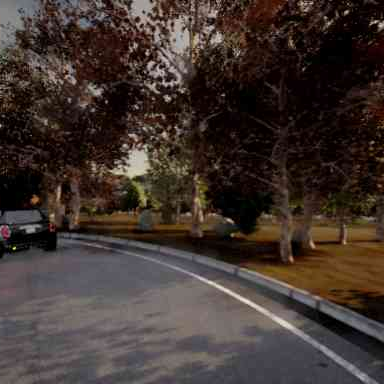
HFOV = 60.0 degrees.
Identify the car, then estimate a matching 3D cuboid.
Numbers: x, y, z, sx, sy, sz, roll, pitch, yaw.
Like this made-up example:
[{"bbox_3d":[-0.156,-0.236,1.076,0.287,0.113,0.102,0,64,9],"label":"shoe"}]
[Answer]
[{"bbox_3d":[-7.075,1.303,12.459,4.553,1.767,2.097,0,1,38],"label":"car"}]
